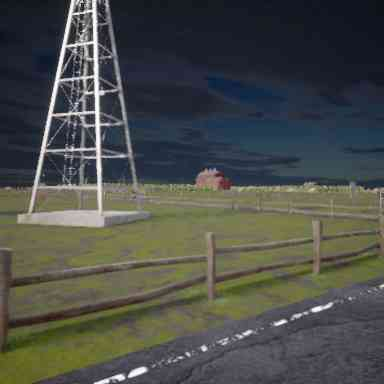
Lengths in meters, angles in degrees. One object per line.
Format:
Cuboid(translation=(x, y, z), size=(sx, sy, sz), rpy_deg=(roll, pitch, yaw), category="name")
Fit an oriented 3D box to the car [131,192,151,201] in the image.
Cuboid(translation=(-8.787, 0.794, 57.126), size=(2.128, 1.511, 4.902), rpy_deg=(1, 0, -36), category="car")
